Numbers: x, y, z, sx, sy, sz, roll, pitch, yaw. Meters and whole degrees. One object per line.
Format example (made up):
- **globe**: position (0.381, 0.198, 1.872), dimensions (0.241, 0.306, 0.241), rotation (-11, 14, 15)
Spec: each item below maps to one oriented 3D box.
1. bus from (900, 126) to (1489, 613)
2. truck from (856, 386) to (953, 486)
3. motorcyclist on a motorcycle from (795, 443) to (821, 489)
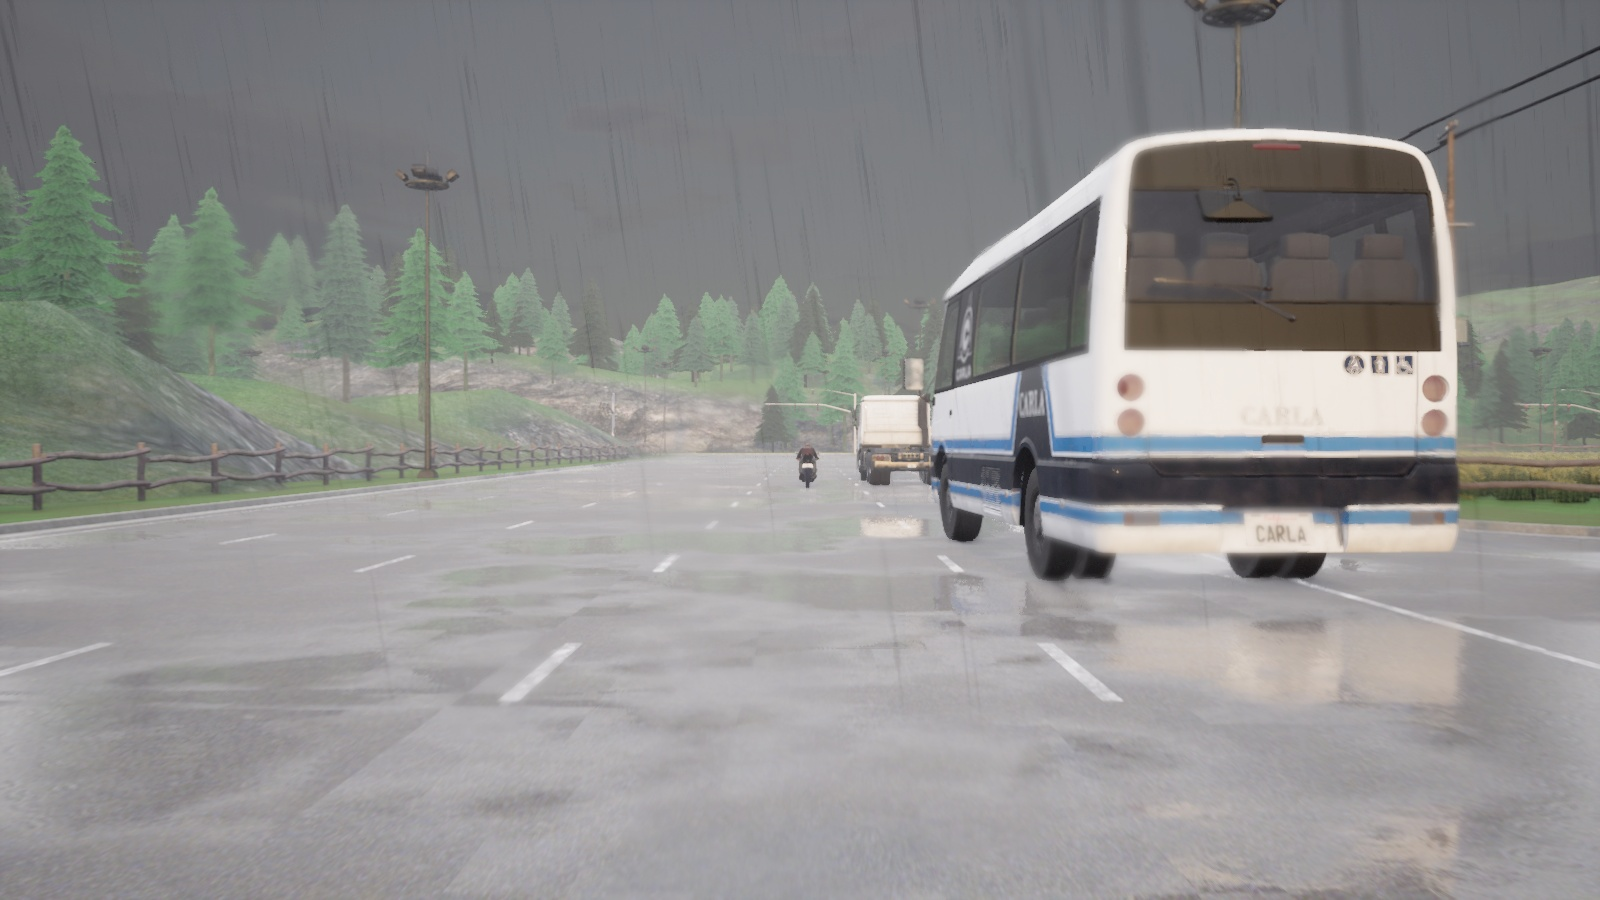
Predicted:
- **bus**: position (3.898, -0.715, 16.190), dimensions (3.944, 4.253, 10.273), rotation (0, 0, -3)
- **truck**: position (3.793, -0.492, 47.408), dimensions (2.891, 3.462, 7.936), rotation (0, 0, -1)
- **motorcyclist on a motorcycle**: position (0.258, 0.547, 42.739), dimensions (0.866, 1.530, 2.191), rotation (0, 0, 0)
